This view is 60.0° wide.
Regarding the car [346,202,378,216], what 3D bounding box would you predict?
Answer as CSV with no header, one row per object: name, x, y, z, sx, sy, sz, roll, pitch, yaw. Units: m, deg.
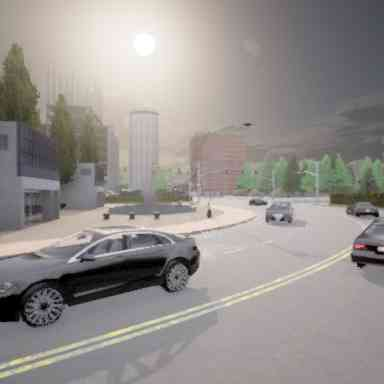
car,15.776,1.584,31.026,1.994,1.385,4.181,0,0,12

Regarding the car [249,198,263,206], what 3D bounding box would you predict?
car,11.174,1.687,56.483,2.033,1.411,5.357,0,0,-8

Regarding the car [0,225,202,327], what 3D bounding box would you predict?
car,-1.968,1.532,7.259,4.902,1.511,2.128,0,0,-41

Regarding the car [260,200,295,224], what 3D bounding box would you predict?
car,6.795,1.545,25.375,2.128,1.511,4.902,0,0,20

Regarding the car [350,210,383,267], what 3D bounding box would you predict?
car,6.601,1.549,10.702,2.033,1.411,5.357,0,0,39
